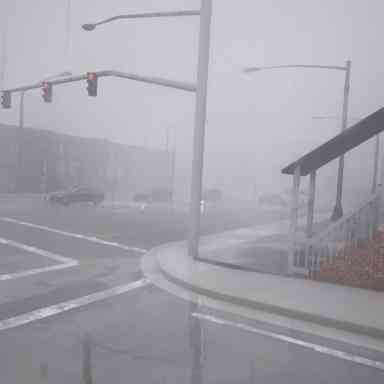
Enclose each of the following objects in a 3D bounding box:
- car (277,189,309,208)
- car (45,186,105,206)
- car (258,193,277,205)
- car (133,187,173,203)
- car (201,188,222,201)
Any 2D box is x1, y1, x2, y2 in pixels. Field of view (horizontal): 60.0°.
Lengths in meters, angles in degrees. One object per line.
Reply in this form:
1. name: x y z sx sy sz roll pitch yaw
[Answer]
1. car: 12.111 0.686 38.012 2.150 2.045 5.566 5 3 36
2. car: -9.253 0.239 26.638 2.128 1.511 4.902 5 3 36
3. car: 9.720 0.795 40.710 1.994 1.385 4.181 5 3 36
4. car: -3.912 0.255 34.054 1.837 1.490 4.892 5 3 36
5. car: 2.024 0.258 42.270 1.837 1.490 4.892 5 3 36
